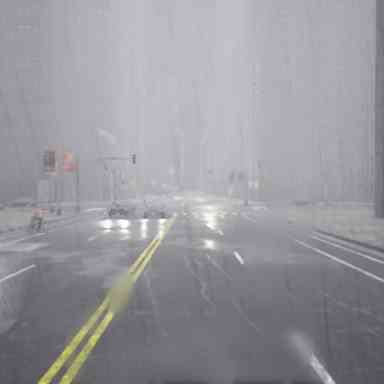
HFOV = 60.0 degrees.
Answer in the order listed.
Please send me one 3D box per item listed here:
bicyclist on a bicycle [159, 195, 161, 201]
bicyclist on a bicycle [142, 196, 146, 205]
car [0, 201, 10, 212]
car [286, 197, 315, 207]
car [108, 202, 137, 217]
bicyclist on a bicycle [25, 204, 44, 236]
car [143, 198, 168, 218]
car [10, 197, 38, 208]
[{"bbox_3d":[-8.785,1.559,90.185,0.582,1.620,1.656,0,0,0],"label":"bicyclist on a bicycle"},{"bbox_3d":[-8.236,1.499,57.495,0.866,1.612,1.509,-1,0,6],"label":"bicyclist on a bicycle"},{"bbox_3d":[-24.740,1.746,39.675,4.313,1.339,1.947,0,1,0],"label":"car"},{"bbox_3d":[16.665,1.412,51.338,4.097,1.590,1.967,0,1,0],"label":"car"},{"bbox_3d":[-6.513,1.638,31.309,1.895,1.301,4.718,0,0,0],"label":"car"},{"bbox_3d":[-8.222,1.461,17.472,0.866,1.612,1.509,-1,0,6],"label":"bicyclist on a bicycle"},{"bbox_3d":[-3.272,1.563,30.384,1.812,1.442,4.674,0,0,0],"label":"car"},{"bbox_3d":[-24.746,1.508,48.198,4.097,1.590,1.967,0,1,0],"label":"car"}]
